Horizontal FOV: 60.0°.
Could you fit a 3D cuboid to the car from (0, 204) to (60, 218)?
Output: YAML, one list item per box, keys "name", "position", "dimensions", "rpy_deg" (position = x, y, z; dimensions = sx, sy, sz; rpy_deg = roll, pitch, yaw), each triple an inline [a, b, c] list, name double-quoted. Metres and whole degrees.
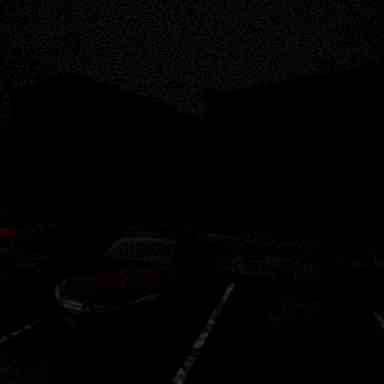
- name: "car"
  position: [-5.634, 1.255, 10.161]
  dimensions: [2.185, 1.767, 4.553]
  rpy_deg: [1, 0, 16]

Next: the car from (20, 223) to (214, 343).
- name: "car"
  position: [-0.766, 1.480, 6.637]
  dimensions: [2.002, 1.452, 4.674]
  rpy_deg: [1, 0, 16]

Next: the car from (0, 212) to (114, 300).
- name: "car"
  position: [-3.216, 1.439, 8.354]
  dimensions: [2.163, 1.488, 4.792]
  rpy_deg: [1, 0, 16]
